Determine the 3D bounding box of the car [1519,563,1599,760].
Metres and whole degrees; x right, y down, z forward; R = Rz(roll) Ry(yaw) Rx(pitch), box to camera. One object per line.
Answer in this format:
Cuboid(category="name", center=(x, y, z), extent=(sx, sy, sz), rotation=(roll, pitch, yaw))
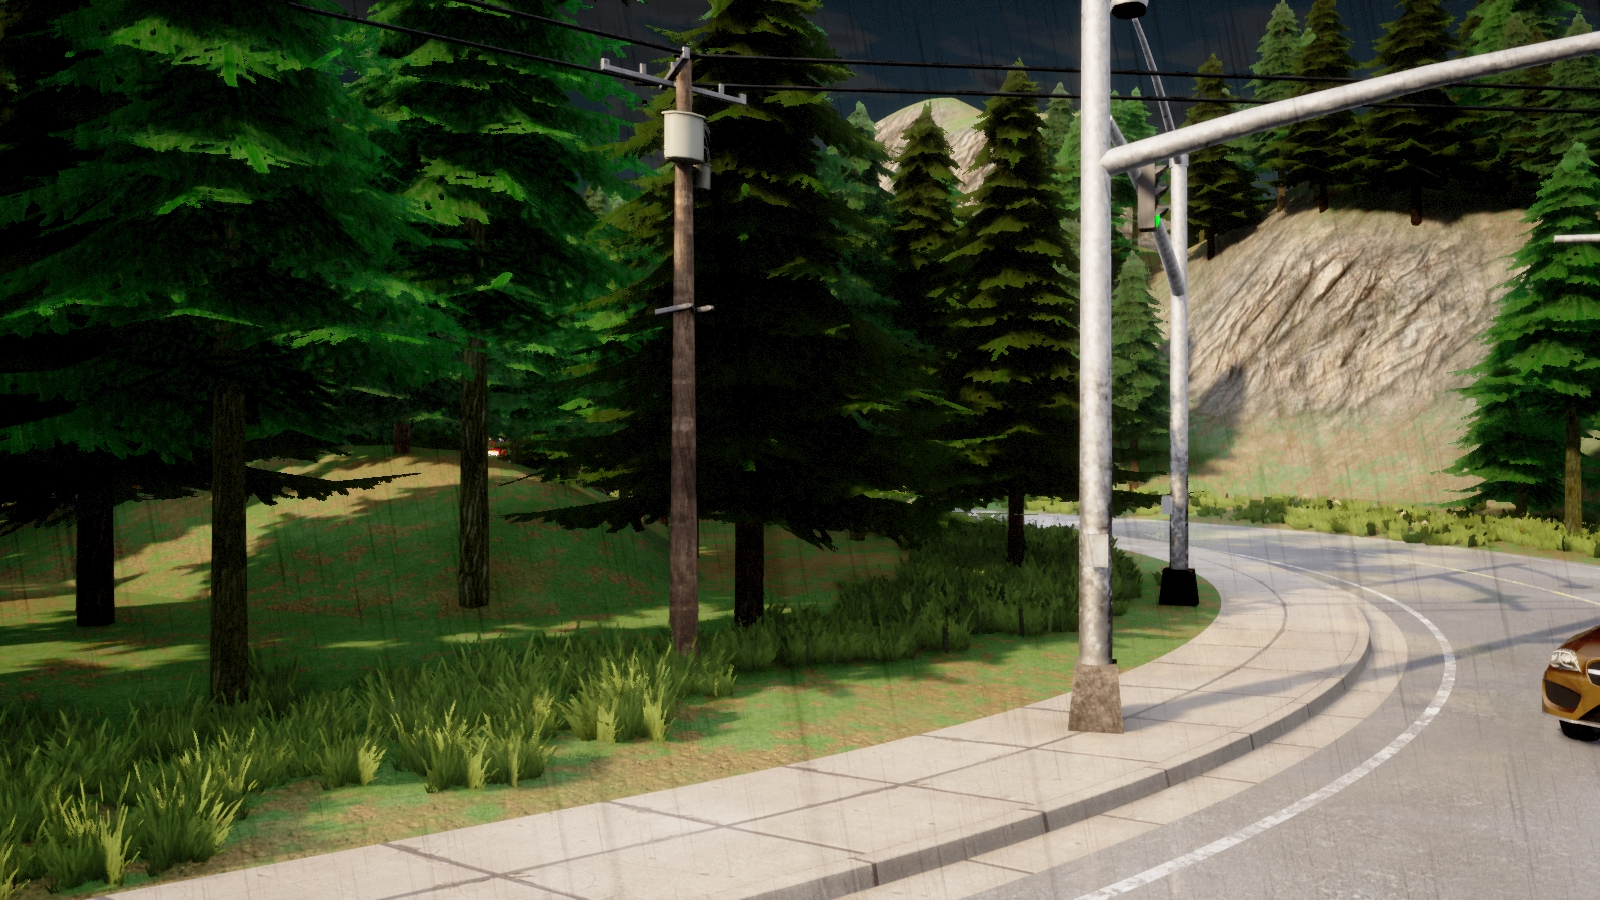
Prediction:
Cuboid(category="car", center=(9.577, 1.970, 11.147), extent=(5.027, 1.651, 2.152), rotation=(0, 0, -29))
